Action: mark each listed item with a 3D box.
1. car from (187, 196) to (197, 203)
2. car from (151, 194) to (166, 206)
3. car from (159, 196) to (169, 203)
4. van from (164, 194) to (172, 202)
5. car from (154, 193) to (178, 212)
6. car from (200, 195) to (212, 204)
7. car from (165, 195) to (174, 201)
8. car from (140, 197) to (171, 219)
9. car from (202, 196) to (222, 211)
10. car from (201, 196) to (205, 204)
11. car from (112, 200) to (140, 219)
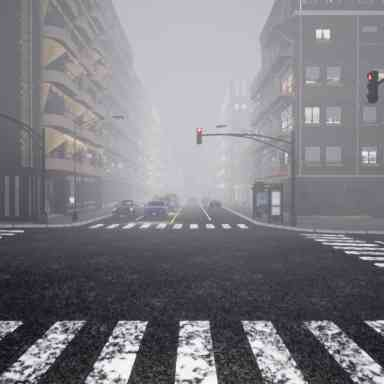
[{"bbox_3d":[0.051,1.561,69.704,1.994,1.385,4.181,0,0,0],"label":"car"},{"bbox_3d":[-5.733,1.312,57.395,2.192,1.841,5.009,0,0,0],"label":"car"},{"bbox_3d":[-5.740,1.522,68.503,1.752,1.417,4.829,0,0,0],"label":"car"},{"bbox_3d":[-5.748,1.337,79.951,1.690,1.788,3.998,0,0,0],"label":"van"},{"bbox_3d":[-3.114,1.349,38.913,2.097,1.767,4.553,0,0,0],"label":"car"},{"bbox_3d":[2.644,1.437,63.035,1.967,1.590,4.097,0,0,0],"label":"car"},{"bbox_3d":[-5.751,1.546,85.590,2.008,1.369,4.403,0,0,0],"label":"car"},{"bbox_3d":[-3.108,1.475,29.285,1.882,1.535,5.008,0,0,-1],"label":"car"},{"bbox_3d":[2.660,1.548,40.480,2.008,1.369,4.403,0,0,0],"label":"car"},{"bbox_3d":[2.656,1.542,46.118,1.887,1.381,4.507,0,0,0],"label":"car"},{"bbox_3d":[-5.713,1.438,29.202,1.967,1.590,4.097,0,0,0],"label":"car"}]
